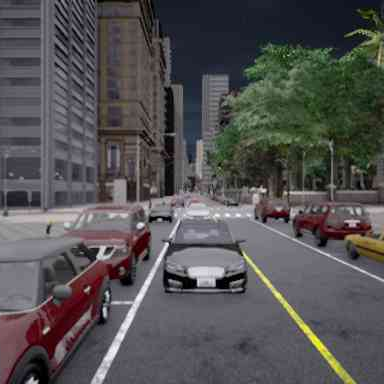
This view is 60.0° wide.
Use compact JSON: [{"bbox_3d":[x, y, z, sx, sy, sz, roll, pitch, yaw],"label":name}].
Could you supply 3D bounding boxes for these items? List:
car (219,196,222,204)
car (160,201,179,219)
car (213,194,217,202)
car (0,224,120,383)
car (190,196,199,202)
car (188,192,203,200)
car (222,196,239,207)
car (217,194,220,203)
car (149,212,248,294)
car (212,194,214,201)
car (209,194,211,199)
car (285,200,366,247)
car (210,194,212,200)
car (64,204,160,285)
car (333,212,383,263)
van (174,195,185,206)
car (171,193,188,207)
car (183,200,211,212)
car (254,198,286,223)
[{"bbox_3d":[6.320,1.671,58.113,1.802,1.307,4.206,0,0,0],"label":"car"},{"bbox_3d":[-2.316,1.623,26.182,1.947,1.339,4.313,0,0,0],"label":"car"},{"bbox_3d":[6.376,1.676,74.374,1.802,1.307,4.206,0,0,0],"label":"car"},{"bbox_3d":[-2.391,1.451,4.231,1.967,1.590,4.097,0,0,0],"label":"car"},{"bbox_3d":[0.633,1.634,80.535,2.033,1.411,5.357,0,0,0],"label":"car"},{"bbox_3d":[0.550,1.444,65.095,2.097,1.767,4.553,0,0,1],"label":"car"},{"bbox_3d":[6.301,1.651,52.693,1.947,1.339,4.313,0,0,0],"label":"car"},{"bbox_3d":[6.339,1.532,63.534,1.967,1.590,4.097,0,0,0],"label":"car"},{"bbox_3d":[0.290,1.514,8.968,2.128,1.511,4.902,0,0,0],"label":"car"},{"bbox_3d":[6.395,1.639,79.795,1.887,1.381,4.507,0,0,0],"label":"car"},{"bbox_3d":[6.433,1.407,90.635,2.192,1.841,5.009,0,0,0],"label":"car"},{"bbox_3d":[6.172,1.352,15.161,2.192,1.841,5.009,0,0,0],"label":"car"},{"bbox_3d":[6.413,1.659,85.215,1.947,1.339,4.313,0,0,0],"label":"car"},{"bbox_3d":[-2.372,1.339,9.718,2.192,1.841,5.009,0,0,0],"label":"car"},{"bbox_3d":[6.153,1.550,9.844,1.752,1.417,4.829,0,0,0],"label":"car"},{"bbox_3d":[-2.205,1.430,58.162,1.690,1.788,3.998,0,0,0],"label":"van"},{"bbox_3d":[-2.223,1.400,52.742,2.192,1.841,5.009,0,0,0],"label":"car"},{"bbox_3d":[0.443,1.581,25.052,1.812,1.442,4.674,0,0,0],"label":"car"},{"bbox_3d":[6.210,1.372,26.135,2.192,1.841,5.009,0,0,0],"label":"car"}]
